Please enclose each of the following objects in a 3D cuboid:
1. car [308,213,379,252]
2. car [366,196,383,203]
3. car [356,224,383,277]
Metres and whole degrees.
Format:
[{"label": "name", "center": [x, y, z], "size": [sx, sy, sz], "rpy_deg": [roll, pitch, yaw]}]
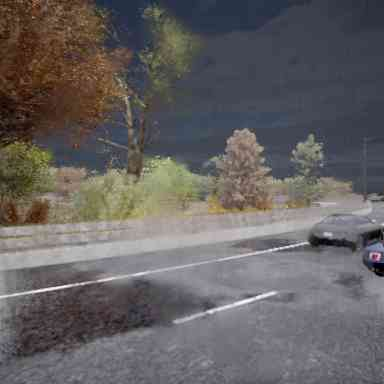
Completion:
[{"label": "car", "center": [6.758, 1.617, 14.270], "size": [4.181, 1.385, 1.994], "rpy_deg": [0, 0, -43]}, {"label": "car", "center": [38.666, 1.605, 71.766], "size": [1.994, 1.385, 4.181], "rpy_deg": [0, 0, 9]}, {"label": "car", "center": [6.662, 1.627, 9.244], "size": [4.718, 1.301, 1.895], "rpy_deg": [0, 0, -40]}]
